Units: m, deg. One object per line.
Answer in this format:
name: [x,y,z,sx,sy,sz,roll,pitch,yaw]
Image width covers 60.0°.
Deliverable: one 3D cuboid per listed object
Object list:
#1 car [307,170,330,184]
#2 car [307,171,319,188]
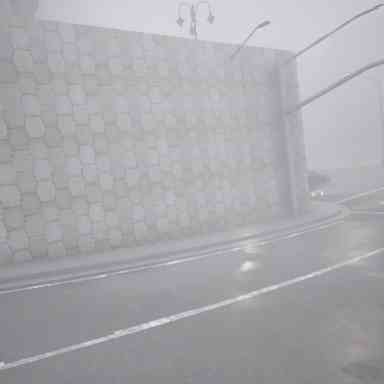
car: [10.711,-1.341,31.788,1.837,1.490,4.892,-11,6,-34]
car: [8.042,-0.736,29.581,2.033,1.411,5.357,-11,7,-35]
